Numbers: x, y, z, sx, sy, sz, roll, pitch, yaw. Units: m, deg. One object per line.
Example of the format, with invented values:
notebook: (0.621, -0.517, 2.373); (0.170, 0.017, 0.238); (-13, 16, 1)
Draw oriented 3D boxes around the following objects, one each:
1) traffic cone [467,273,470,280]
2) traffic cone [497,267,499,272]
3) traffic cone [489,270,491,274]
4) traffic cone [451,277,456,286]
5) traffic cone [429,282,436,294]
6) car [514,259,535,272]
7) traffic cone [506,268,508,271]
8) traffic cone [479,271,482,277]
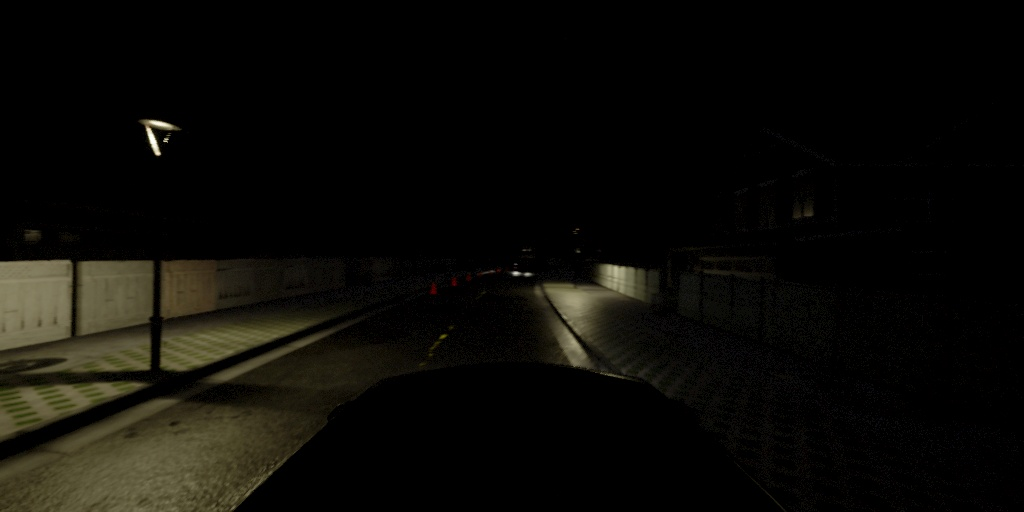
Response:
traffic cone: (-3.438, 1.641, 28.492); (0.340, 0.580, 0.340); (0, 0, 5)
traffic cone: (-1.649, 1.690, 43.572); (0.340, 0.580, 0.340); (0, 0, 9)
traffic cone: (-2.367, 1.671, 38.553); (0.340, 0.580, 0.340); (0, 0, 7)
traffic cone: (-3.794, 1.631, 23.446); (0.340, 0.580, 0.340); (0, 0, 3)
traffic cone: (-4.029, 1.625, 18.393); (0.340, 0.580, 0.340); (0, 0, 2)
car: (1.750, 1.156, 48.982); (2.097, 1.767, 4.553); (1, 0, 14)
traffic cone: (-0.696, 1.714, 48.621); (0.340, 0.580, 0.340); (0, 0, 12)
traffic cone: (-2.962, 1.654, 33.529); (0.340, 0.580, 0.340); (0, 0, 6)
